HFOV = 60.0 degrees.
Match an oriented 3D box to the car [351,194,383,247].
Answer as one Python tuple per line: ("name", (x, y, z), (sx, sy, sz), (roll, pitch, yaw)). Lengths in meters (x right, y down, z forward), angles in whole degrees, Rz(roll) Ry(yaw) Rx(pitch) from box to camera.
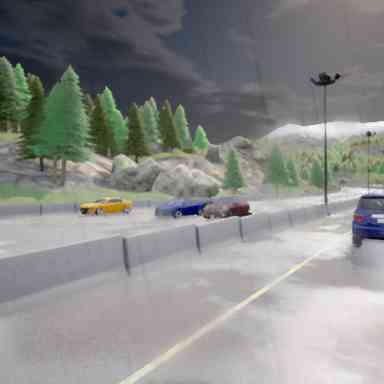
("car", (8.043, 1.078, 13.670), (2.150, 2.045, 5.566), (0, 0, 34))

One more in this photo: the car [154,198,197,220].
("car", (-0.862, 1.239, 25.903), (1.882, 1.535, 5.008), (0, 0, 34))

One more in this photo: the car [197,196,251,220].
("car", (2.657, 1.128, 24.866), (2.097, 1.767, 4.553), (0, 0, 34))

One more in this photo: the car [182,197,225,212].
("car", (1.368, 1.265, 35.520), (2.033, 1.411, 5.357), (0, 0, 34))

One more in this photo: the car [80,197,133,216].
("car", (-7.347, 1.208, 28.795), (1.882, 1.535, 5.008), (0, 0, 34))
